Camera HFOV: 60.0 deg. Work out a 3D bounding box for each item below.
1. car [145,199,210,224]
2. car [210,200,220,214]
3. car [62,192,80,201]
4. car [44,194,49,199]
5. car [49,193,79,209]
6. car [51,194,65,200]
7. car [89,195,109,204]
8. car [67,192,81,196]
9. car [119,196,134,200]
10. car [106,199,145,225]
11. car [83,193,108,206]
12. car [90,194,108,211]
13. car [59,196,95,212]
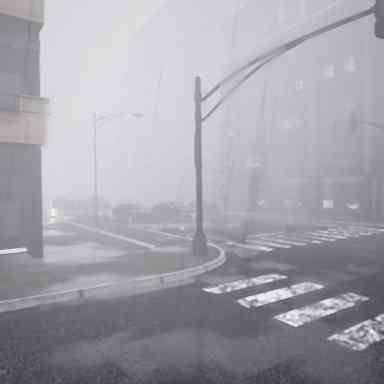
[{"bbox_3d":[-1.210,1.410,24.452,2.128,1.511,4.902,-1,1,-35],"label":"car"},{"bbox_3d":[0.800,1.347,31.902,1.887,1.381,4.507,-1,1,-35],"label":"car"},{"bbox_3d":[-25.181,0.922,69.201,2.192,1.841,5.009,-1,1,-35],"label":"car"},{"bbox_3d":[-34.987,1.062,83.354,1.752,1.417,4.829,-1,1,-35],"label":"car"},{"bbox_3d":[-15.880,1.306,41.076,1.967,1.590,4.097,-1,1,-35],"label":"car"},{"bbox_3d":[-31.654,1.111,78.544,2.008,1.369,4.403,-1,1,-35],"label":"car"},{"bbox_3d":[-15.565,1.204,55.331,1.752,1.417,4.829,-1,1,-35],"label":"car"},{"bbox_3d":[-19.876,1.212,56.824,1.837,1.490,4.892,-1,1,-35],"label":"car"},{"bbox_3d":[-9.091,1.254,45.991,1.752,1.417,4.829,-1,1,-35],"label":"car"},{"bbox_3d":[-4.368,1.502,24.243,1.887,1.381,4.507,-1,1,-35],"label":"car"},{"bbox_3d":[-14.145,1.101,48.644,2.097,1.767,4.553,-1,1,-34],"label":"car"},{"bbox_3d":[-10.699,1.324,38.160,1.882,1.535,5.008,-1,1,-35],"label":"car"},{"bbox_3d":[-12.642,1.441,36.406,2.008,1.369,4.403,-1,1,-35],"label":"car"}]
